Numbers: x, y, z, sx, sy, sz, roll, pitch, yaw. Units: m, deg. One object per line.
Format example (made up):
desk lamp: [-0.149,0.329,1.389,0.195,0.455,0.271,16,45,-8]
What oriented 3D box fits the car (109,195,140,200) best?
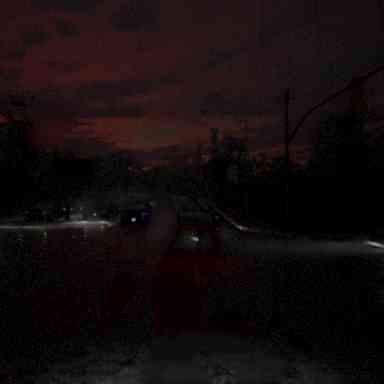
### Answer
car: [-7.040,1.341,34.940,1.812,1.442,4.674,0,0,0]

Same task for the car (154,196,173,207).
car: [-3.406,1.340,42.636,1.895,1.301,4.718,0,1,0]

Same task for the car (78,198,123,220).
car: [-7.086,1.429,26.184,1.994,1.385,4.181,0,0,0]

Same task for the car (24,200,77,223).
car: [-10.589,1.350,24.771,1.882,1.535,5.008,0,0,0]

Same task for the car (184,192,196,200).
car: [-0.414,0.747,66.671,2.128,1.511,4.902,0,1,-5]

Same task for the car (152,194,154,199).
car: [-7.019,1.098,54.886,1.994,1.385,4.181,0,1,0]

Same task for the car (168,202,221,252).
car: [0.097,1.407,13.519,1.882,1.535,5.008,0,0,0]

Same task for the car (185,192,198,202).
car: [-0.021,1.051,56.318,2.033,1.411,5.357,0,1,0]

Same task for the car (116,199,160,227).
car: [-3.404,1.413,21.724,1.812,1.442,4.674,0,0,0]

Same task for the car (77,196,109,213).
car: [-10.541,1.311,34.259,2.128,1.511,4.902,0,0,0]

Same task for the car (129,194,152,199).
car: [-7.007,1.273,44.892,1.994,1.385,4.181,0,1,0]
